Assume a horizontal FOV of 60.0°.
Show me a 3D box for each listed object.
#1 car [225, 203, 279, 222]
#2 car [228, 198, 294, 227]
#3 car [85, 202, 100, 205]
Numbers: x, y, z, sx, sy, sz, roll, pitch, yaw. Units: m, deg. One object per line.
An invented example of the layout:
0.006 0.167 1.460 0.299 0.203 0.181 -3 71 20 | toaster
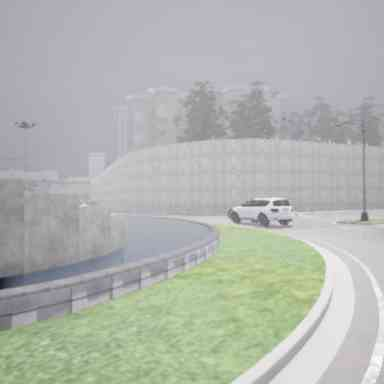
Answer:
5.445 1.836 30.859 1.837 1.490 4.892 2 -2 -40 | car
5.219 1.490 25.545 2.150 2.045 5.566 0 -1 -29 | car
-14.286 2.232 47.244 1.837 1.490 4.892 -1 0 -33 | car
